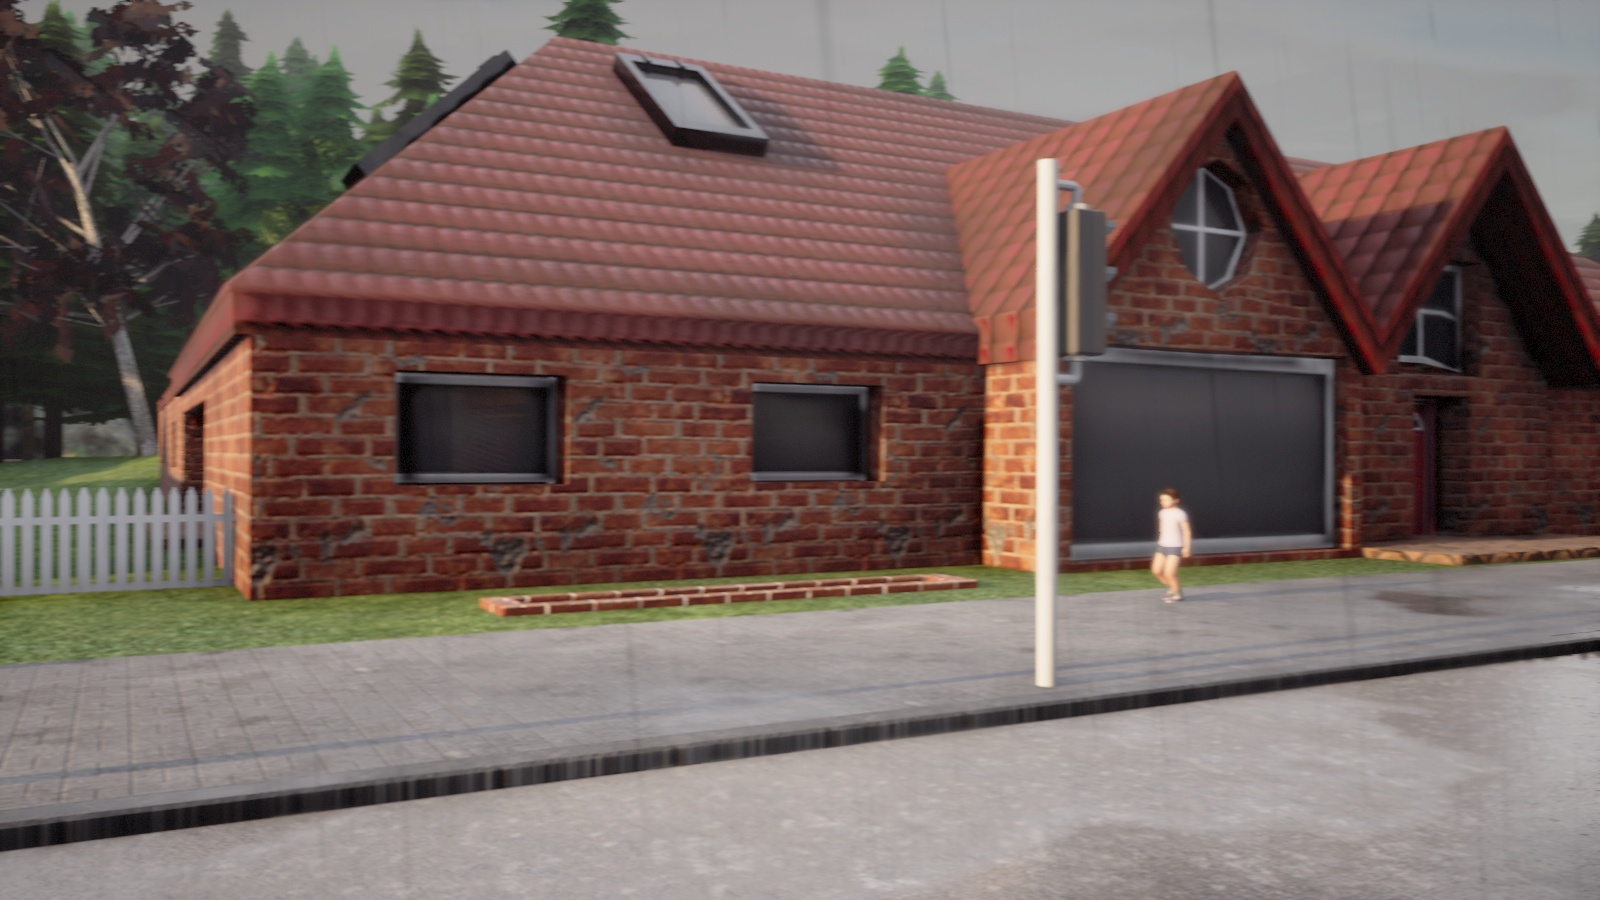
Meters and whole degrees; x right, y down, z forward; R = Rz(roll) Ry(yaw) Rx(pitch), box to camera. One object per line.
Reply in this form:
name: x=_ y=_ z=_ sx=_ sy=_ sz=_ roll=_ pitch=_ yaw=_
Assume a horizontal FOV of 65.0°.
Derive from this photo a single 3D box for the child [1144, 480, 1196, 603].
child: x=3.445 y=0.841 z=11.697 sx=0.394 sy=1.110 sz=0.255 roll=0 pitch=0 yaw=-28
